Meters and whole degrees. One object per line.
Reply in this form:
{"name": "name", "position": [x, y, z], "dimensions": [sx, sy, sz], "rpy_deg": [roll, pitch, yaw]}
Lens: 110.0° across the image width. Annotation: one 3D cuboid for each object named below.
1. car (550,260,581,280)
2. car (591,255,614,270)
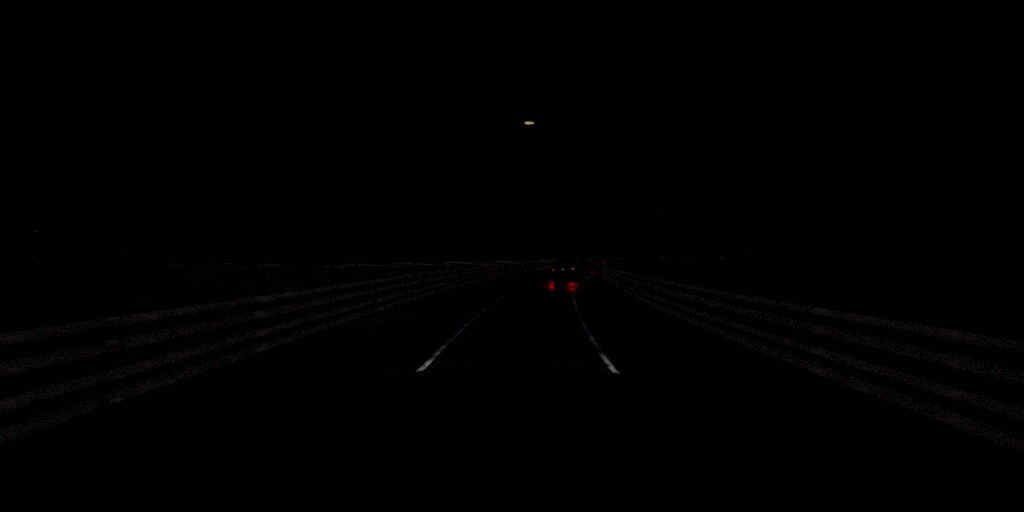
{"name": "car", "position": [4.665, 1.083, 30.783], "dimensions": [2.097, 1.767, 4.553], "rpy_deg": [0, 0, 17]}
{"name": "car", "position": [12.618, 0.921, 49.887], "dimensions": [2.150, 2.045, 5.566], "rpy_deg": [0, 1, 29]}
